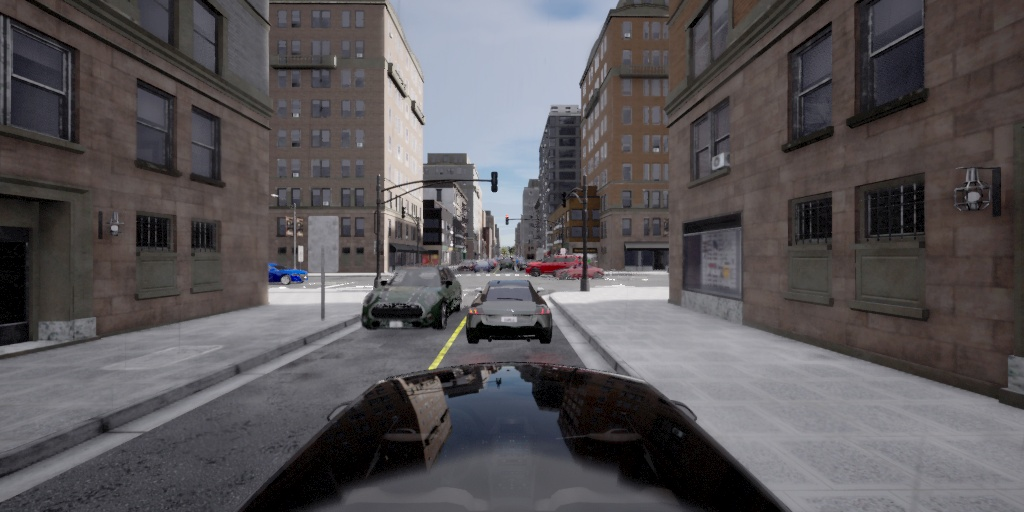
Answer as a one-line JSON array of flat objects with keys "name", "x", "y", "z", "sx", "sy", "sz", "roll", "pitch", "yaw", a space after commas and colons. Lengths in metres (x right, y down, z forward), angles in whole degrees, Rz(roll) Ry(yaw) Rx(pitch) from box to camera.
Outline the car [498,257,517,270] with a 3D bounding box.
[{"name": "car", "x": -0.701, "y": 1.159, "z": 54.376, "sx": 2.097, "sy": 1.767, "sz": 4.553, "roll": 0, "pitch": 0, "yaw": 0}]

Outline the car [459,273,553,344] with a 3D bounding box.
[{"name": "car", "x": -0.070, "y": 1.315, "z": 9.614, "sx": 1.994, "sy": 1.385, "sz": 4.181, "roll": 0, "pitch": 0, "yaw": 0}]

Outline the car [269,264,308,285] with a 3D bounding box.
[{"name": "car", "x": -17.583, "y": 1.292, "z": 26.197, "sx": 5.008, "sy": 1.535, "sz": 1.882, "roll": 0, "pitch": 0, "yaw": 1}]

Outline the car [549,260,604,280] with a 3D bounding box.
[{"name": "car", "x": 5.510, "y": 1.299, "z": 29.960, "sx": 4.181, "sy": 1.385, "sz": 1.994, "roll": 0, "pitch": 0, "yaw": -1}]

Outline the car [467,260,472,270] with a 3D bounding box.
[{"name": "car", "x": -6.124, "y": 1.236, "z": 48.620, "sx": 1.967, "sy": 1.591, "sz": 4.097, "roll": 0, "pitch": 0, "yaw": 0}]

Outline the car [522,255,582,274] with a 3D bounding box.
[{"name": "car", "x": 4.142, "y": 0.978, "z": 34.164, "sx": 5.566, "sy": 2.045, "sz": 2.150, "roll": 0, "pitch": 1, "yaw": 15}]

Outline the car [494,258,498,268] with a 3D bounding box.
[{"name": "car", "x": -3.631, "y": 1.355, "z": 54.840, "sx": 2.033, "sy": 1.411, "sz": 5.357, "roll": 0, "pitch": 0, "yaw": -1}]

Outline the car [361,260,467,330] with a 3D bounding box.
[{"name": "car", "x": -2.840, "y": 1.103, "z": 11.114, "sx": 2.097, "sy": 1.767, "sz": 4.553, "roll": 0, "pitch": 0, "yaw": 1}]

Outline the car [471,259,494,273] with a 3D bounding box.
[{"name": "car", "x": -3.574, "y": 1.315, "z": 44.668, "sx": 1.812, "sy": 1.442, "sz": 4.674, "roll": 0, "pitch": 0, "yaw": 1}]

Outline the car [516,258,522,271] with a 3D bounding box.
[{"name": "car", "x": 1.901, "y": 1.362, "z": 48.685, "sx": 1.948, "sy": 1.339, "sz": 4.313, "roll": 0, "pitch": 0, "yaw": 0}]
